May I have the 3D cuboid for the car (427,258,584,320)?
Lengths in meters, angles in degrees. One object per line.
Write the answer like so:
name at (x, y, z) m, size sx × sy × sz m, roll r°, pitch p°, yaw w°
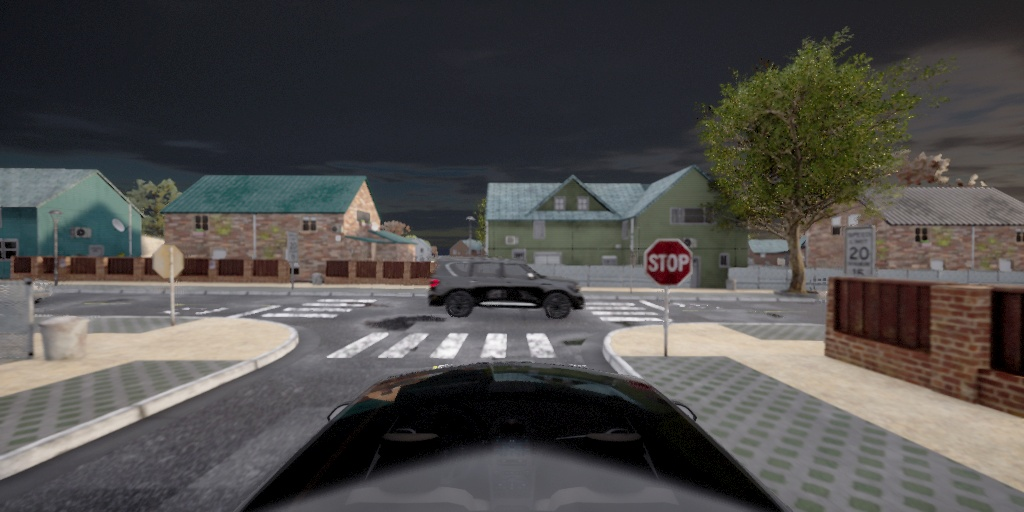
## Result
car at (-0.238, 1.106, 12.992) m, size 5.566 × 2.045 × 2.150 m, roll 1°, pitch 1°, yaw -1°

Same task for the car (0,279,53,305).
car at (-19.610, 1.211, 12.669) m, size 4.718 × 1.301 × 1.895 m, roll 1°, pitch 1°, yaw -1°
